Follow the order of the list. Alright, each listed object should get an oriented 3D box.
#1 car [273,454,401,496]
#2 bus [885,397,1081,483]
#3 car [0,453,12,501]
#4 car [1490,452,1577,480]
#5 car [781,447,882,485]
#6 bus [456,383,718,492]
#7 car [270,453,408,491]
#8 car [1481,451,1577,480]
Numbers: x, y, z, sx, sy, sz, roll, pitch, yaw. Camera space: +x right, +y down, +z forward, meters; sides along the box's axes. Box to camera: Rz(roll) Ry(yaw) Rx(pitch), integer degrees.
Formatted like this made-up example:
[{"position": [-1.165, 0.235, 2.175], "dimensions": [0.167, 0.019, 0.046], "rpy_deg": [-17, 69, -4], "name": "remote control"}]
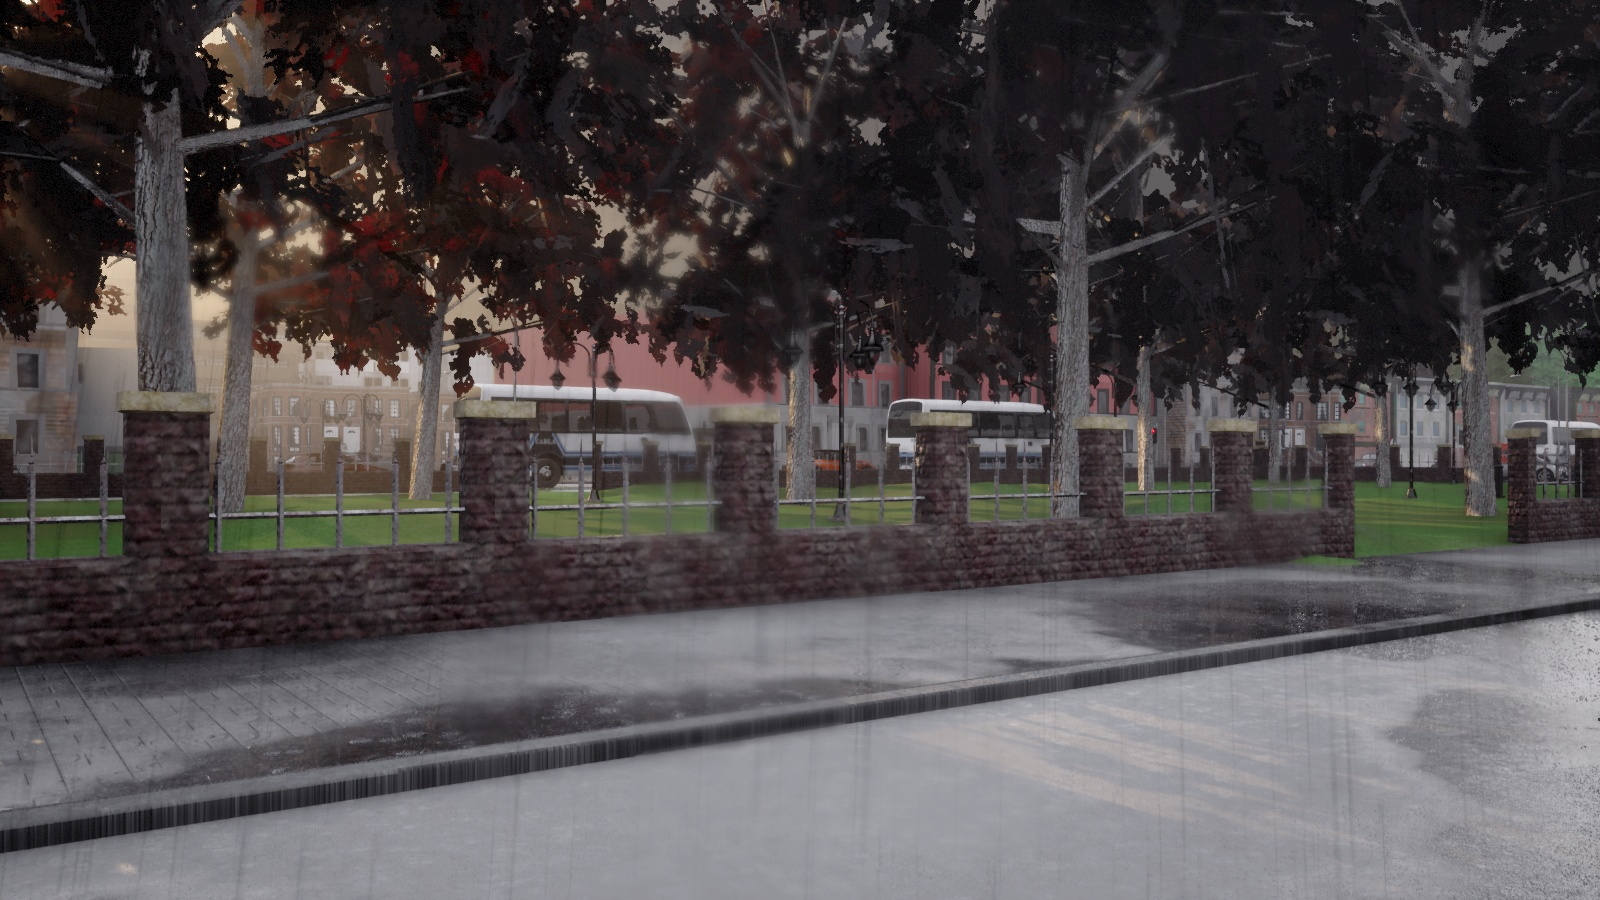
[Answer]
[{"position": [-17.429, 0.911, 47.363], "dimensions": [4.193, 1.474, 1.816], "rpy_deg": [0, 0, -35], "name": "car"}, {"position": [9.780, -0.490, 66.470], "dimensions": [10.273, 4.253, 3.944], "rpy_deg": [0, 0, -34], "name": "bus"}, {"position": [-27.521, 0.880, 40.283], "dimensions": [3.705, 1.549, 1.789], "rpy_deg": [0, 0, -35], "name": "car"}, {"position": [39.869, 0.842, 68.325], "dimensions": [1.845, 1.501, 3.633], "rpy_deg": [0, 0, -32], "name": "car"}, {"position": [1.542, 0.748, 60.656], "dimensions": [4.553, 1.767, 2.097], "rpy_deg": [0, 0, -35], "name": "car"}, {"position": [-8.897, -0.482, 53.337], "dimensions": [10.273, 4.253, 3.944], "rpy_deg": [0, 0, -35], "name": "bus"}, {"position": [-18.795, 0.866, 51.291], "dimensions": [4.902, 1.511, 2.128], "rpy_deg": [0, 0, -35], "name": "car"}, {"position": [37.564, 0.789, 64.729], "dimensions": [1.970, 1.475, 3.806], "rpy_deg": [0, 0, -37], "name": "car"}]
